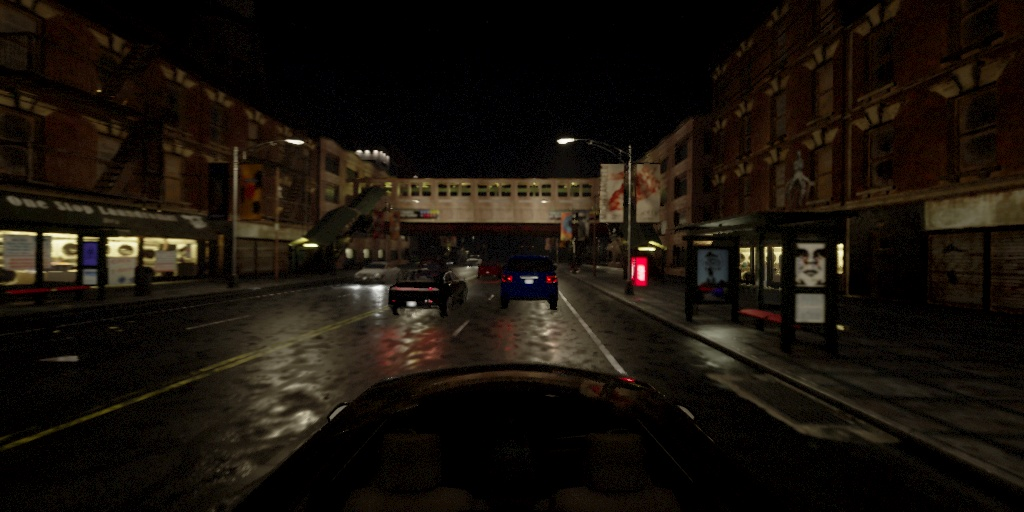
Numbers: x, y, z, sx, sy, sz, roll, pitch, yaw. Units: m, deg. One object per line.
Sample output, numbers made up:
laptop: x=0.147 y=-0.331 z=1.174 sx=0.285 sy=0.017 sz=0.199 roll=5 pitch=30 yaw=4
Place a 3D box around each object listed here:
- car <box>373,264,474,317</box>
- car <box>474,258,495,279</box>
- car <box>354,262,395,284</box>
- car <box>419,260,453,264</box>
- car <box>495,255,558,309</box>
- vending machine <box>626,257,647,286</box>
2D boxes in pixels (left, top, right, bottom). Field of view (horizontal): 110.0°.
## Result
car: x=-2.859 y=1.208 z=13.035 sx=2.128 sy=1.511 sz=4.902 roll=1 pitch=0 yaw=3
car: x=-1.883 y=1.207 z=32.086 sx=1.882 sy=1.535 sz=5.008 roll=1 pitch=0 yaw=3
car: x=-9.426 y=1.165 z=25.572 sx=1.812 sy=1.442 sz=4.674 roll=1 pitch=0 yaw=3
car: x=-5.879 y=1.246 z=26.369 sx=1.994 sy=1.385 sz=4.181 roll=1 pitch=0 yaw=3
car: x=0.738 y=0.981 z=15.185 sx=2.150 sy=2.045 sz=5.566 roll=1 pitch=0 yaw=3
vending machine: x=8.496 y=1.047 z=24.127 sx=1.100 sy=2.100 sz=0.880 roll=0 pitch=0 yaw=3
